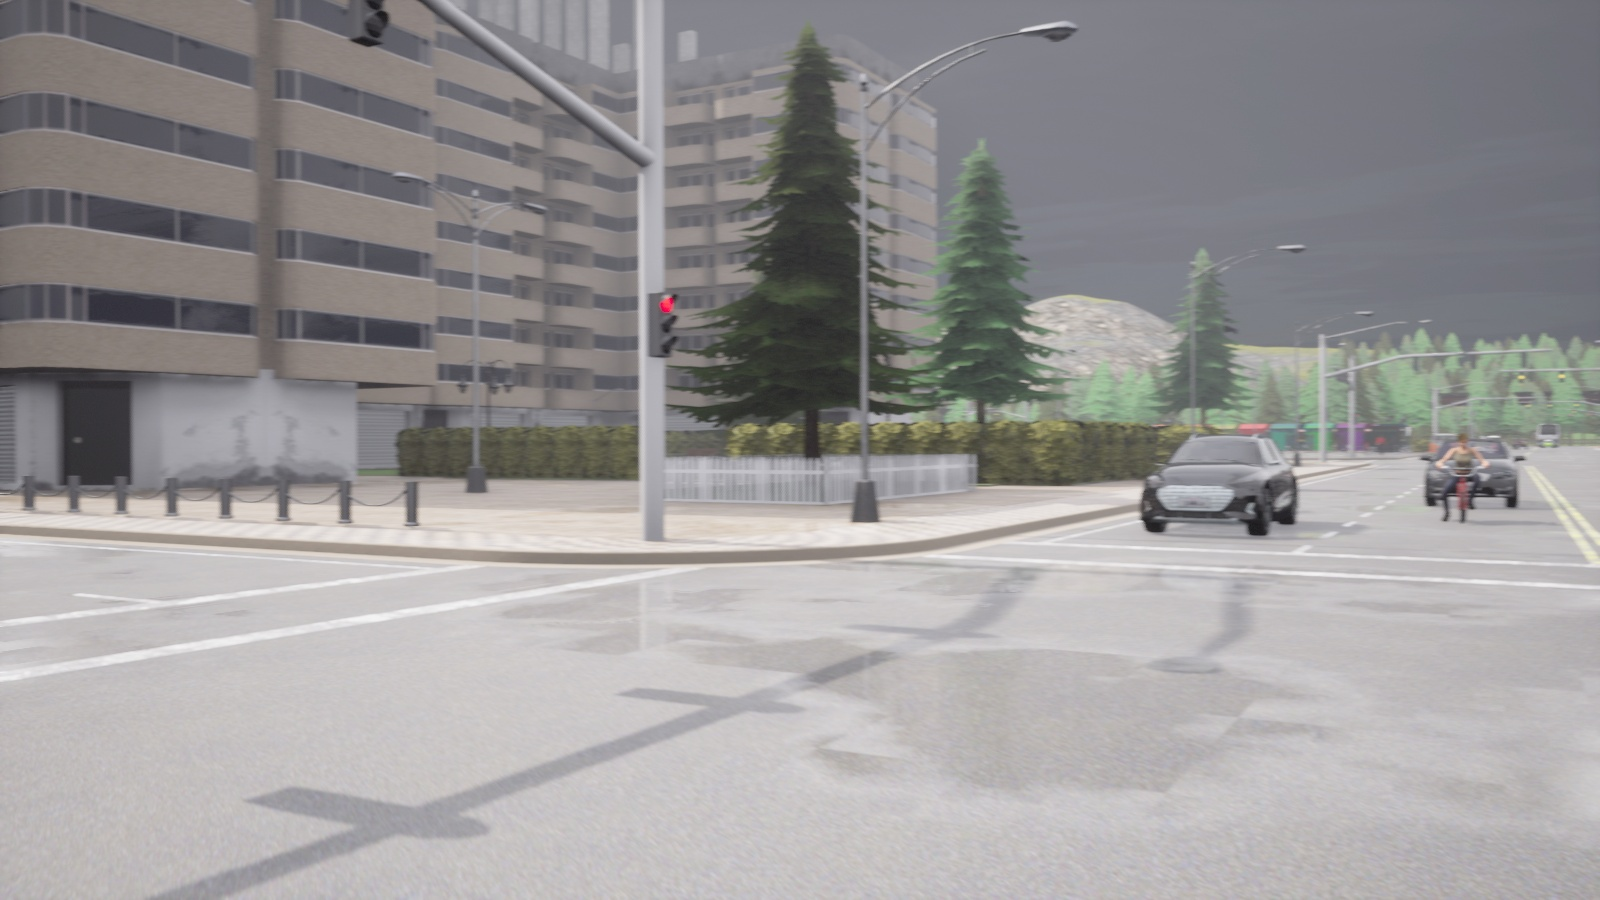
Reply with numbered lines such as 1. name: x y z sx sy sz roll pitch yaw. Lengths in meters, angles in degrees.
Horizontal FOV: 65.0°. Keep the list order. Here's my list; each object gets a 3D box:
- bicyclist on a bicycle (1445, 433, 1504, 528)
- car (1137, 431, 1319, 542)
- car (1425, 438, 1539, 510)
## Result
1. bicyclist on a bicycle: 11.997 0.516 22.321 0.866 1.612 1.509 0 0 30
2. car: 7.355 0.527 21.256 2.033 1.649 4.856 0 0 30
3. car: 15.686 0.487 28.804 2.128 1.511 4.902 0 0 30
